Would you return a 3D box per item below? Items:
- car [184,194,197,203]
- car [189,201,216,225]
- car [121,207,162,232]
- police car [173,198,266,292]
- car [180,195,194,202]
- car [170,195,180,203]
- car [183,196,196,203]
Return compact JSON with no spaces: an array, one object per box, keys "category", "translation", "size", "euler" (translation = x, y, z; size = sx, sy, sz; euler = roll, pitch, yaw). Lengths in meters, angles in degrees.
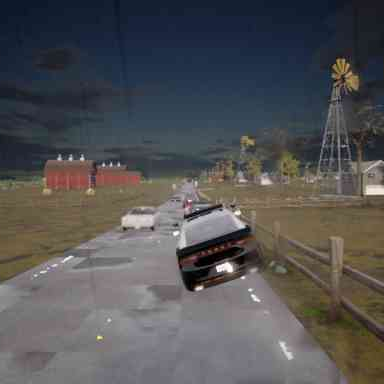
[{"category":"car","translation":[-0.269,1.209,60.581],"size":[2.128,1.511,4.902],"euler":[0,1,0]},{"category":"car","translation":[0.714,1.471,25.149],"size":[1.837,1.490,4.892],"euler":[0,0,0]},{"category":"car","translation":[-2.938,1.575,20.074],"size":[1.895,1.301,4.718],"euler":[0,0,0]},{"category":"police car","translation":[0.529,1.199,9.227],"size":[1.930,1.638,5.238],"euler":[-18,3,0]},{"category":"car","translation":[-0.195,1.237,47.063],"size":[2.097,1.767,4.553],"euler":[0,0,0]},{"category":"car","translation":[-3.024,1.251,61.350],"size":[2.033,1.411,5.357],"euler":[0,1,0]},{"category":"car","translation":[0.667,1.308,19.108],"size":[2.097,1.767,4.553],"euler":[-1,0,0]}]
